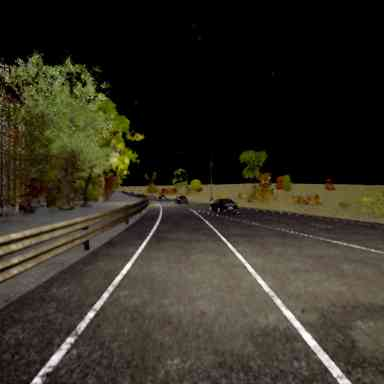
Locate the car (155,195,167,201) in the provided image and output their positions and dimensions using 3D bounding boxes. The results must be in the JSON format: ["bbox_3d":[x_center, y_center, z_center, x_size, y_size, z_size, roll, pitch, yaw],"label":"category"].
[{"bbox_3d":[-7.317,1.498,81.714,1.812,1.442,4.674,0,0,-13],"label":"car"}]

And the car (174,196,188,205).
[{"bbox_3d":[-1.950,1.472,58.216,1.837,1.490,4.892,0,0,-13],"label":"car"}]

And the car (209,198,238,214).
[{"bbox_3d":[3.277,1.436,35.335,1.882,1.535,5.008,0,0,-13],"label":"car"}]
